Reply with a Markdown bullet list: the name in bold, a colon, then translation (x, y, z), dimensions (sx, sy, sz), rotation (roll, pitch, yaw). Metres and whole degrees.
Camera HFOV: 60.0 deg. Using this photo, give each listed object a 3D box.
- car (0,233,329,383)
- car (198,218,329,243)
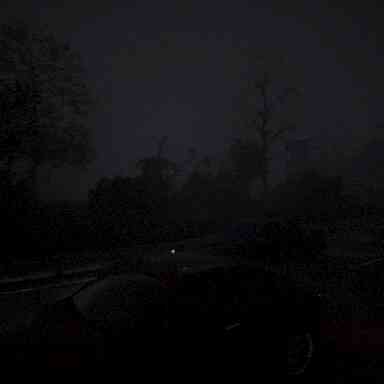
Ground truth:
- **car**: translation (-0.311, 1.514, 3.862), dimensions (4.674, 1.442, 1.812), rotation (-1, 0, -36)
- **car**: translation (1.928, 1.498, 9.890), dimensions (5.357, 1.411, 2.033), rotation (-1, 0, -38)
